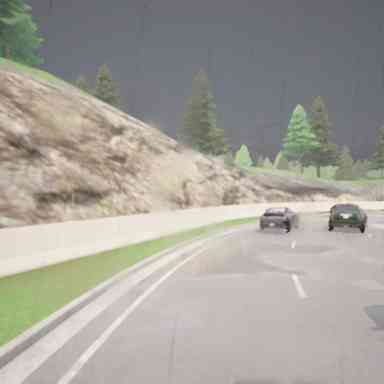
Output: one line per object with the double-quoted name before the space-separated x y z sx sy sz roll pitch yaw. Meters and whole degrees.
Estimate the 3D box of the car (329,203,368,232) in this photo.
"car" 10.557 1.602 22.344 2.097 1.767 4.553 0 -1 30

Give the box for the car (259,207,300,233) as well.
"car" 5.745 1.722 21.509 2.128 1.511 4.902 0 -1 26

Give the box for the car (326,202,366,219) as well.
"car" 16.251 1.884 34.982 4.902 1.511 2.128 1 -1 -43
